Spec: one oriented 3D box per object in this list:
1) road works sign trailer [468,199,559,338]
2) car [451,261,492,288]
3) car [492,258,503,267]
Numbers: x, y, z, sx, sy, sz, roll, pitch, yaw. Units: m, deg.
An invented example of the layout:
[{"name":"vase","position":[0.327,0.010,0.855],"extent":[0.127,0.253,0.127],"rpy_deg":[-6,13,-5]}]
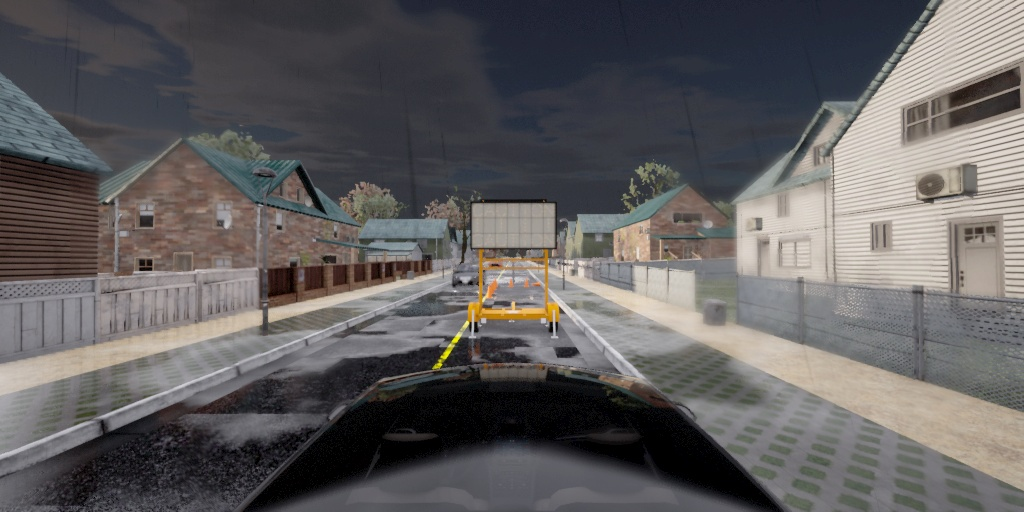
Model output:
[{"name":"road works sign trailer","position":[0.043,0.217,10.127],"extent":[2.380,3.560,2.880],"rpy_deg":[0,0,0]},{"name":"car","position":[-2.739,1.247,23.560],"extent":[2.128,1.511,4.902],"rpy_deg":[0,0,0]},{"name":"car","position":[-2.483,1.103,54.412],"extent":[2.097,1.767,4.553],"rpy_deg":[0,0,0]}]
